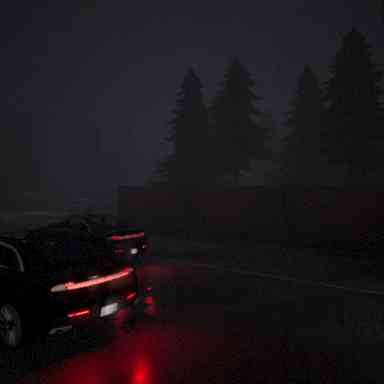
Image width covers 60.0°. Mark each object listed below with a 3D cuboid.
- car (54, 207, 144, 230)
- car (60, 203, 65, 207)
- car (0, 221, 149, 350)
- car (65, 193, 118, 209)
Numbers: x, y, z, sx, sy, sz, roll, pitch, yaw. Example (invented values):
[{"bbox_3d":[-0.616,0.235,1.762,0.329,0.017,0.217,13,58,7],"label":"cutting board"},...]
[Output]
[{"bbox_3d":[-3.593,1.458,10.871,4.902,1.511,2.128,0,0,37],"label":"car"},{"bbox_3d":[-13.045,1.477,39.201,1.895,1.301,4.718,0,0,35],"label":"car"},{"bbox_3d":[-3.158,1.469,6.216,4.902,1.511,2.128,0,0,36],"label":"car"},{"bbox_3d":[-10.623,1.111,36.647,2.150,2.045,5.566,0,0,32],"label":"car"}]
